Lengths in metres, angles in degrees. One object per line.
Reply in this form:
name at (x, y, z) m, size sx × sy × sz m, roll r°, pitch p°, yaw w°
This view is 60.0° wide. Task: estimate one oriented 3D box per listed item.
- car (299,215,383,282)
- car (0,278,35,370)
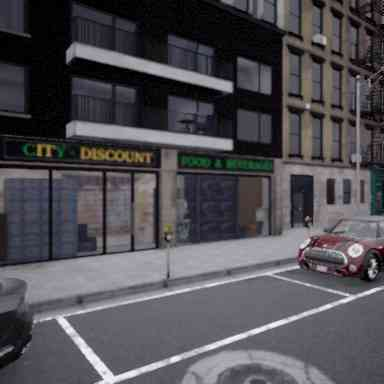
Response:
car at (4.962, 1.447, 9.724) m, size 4.097 × 1.590 × 1.967 m, roll 0°, pitch 0°, yaw -35°
car at (-4.013, 1.550, 3.326) m, size 4.403 × 1.369 × 2.008 m, roll 0°, pitch 0°, yaw -35°
